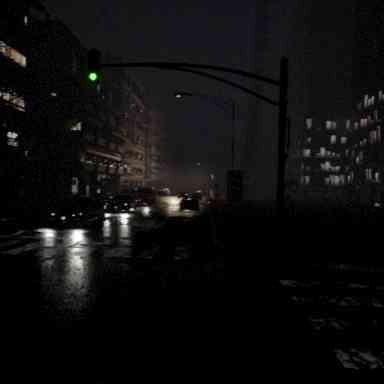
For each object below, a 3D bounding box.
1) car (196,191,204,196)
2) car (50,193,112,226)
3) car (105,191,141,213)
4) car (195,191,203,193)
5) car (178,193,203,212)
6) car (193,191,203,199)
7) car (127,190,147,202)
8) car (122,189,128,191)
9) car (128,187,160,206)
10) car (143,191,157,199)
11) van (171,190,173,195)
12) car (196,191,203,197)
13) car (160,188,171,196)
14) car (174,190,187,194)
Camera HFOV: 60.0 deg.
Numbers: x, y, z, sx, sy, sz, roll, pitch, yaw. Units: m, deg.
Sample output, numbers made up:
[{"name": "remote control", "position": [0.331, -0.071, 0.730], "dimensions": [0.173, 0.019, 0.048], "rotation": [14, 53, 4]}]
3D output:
[{"name": "car", "position": [2.114, 0.325, 87.173], "dimensions": [1.887, 1.381, 4.507], "rotation": [0, 1, 2]}, {"name": "car", "position": [-6.409, 1.039, 19.241], "dimensions": [1.837, 1.490, 4.892], "rotation": [1, 1, 2]}, {"name": "car", "position": [-6.007, 0.931, 28.987], "dimensions": [1.812, 1.442, 4.674], "rotation": [1, 1, 2]}, {"name": "car", "position": [0.731, 0.769, 53.310], "dimensions": [2.008, 1.369, 4.403], "rotation": [0, 1, 2]}, {"name": "car", "position": [-0.192, 1.057, 30.735], "dimensions": [1.887, 1.381, 4.507], "rotation": [0, 1, 2]}, {"name": "car", "position": [1.192, 0.616, 64.598], "dimensions": [1.887, 1.381, 4.507], "rotation": [0, 1, 2]}, {"name": "car", "position": [-7.839, 0.538, 47.945], "dimensions": [1.967, 1.590, 4.097], "rotation": [0, 1, 2]}, {"name": "car", "position": [-8.069, 0.486, 42.301], "dimensions": [2.192, 1.841, 5.009], "rotation": [0, 1, 2]}, {"name": "car", "position": [-5.573, 0.491, 39.320], "dimensions": [2.150, 2.045, 5.566], "rotation": [1, 1, 2]}, {"name": "car", "position": [-7.380, 0.533, 59.235], "dimensions": [1.802, 1.307, 4.206], "rotation": [0, 1, 2]}, {"name": "van", "position": [-6.455, 0.000, 81.806], "dimensions": [1.690, 1.788, 3.998], "rotation": [0, 1, 2]}, {"name": "car", "position": [1.890, 0.376, 81.699], "dimensions": [1.752, 1.417, 4.829], "rotation": [0, 1, 2]}, {"name": "car", "position": [-6.686, 0.046, 76.163], "dimensions": [2.192, 1.841, 5.009], "rotation": [0, 1, 2]}, {"name": "car", "position": [-1.560, 0.626, 59.530], "dimensions": [2.033, 1.411, 5.357], "rotation": [1, 1, 2]}]
